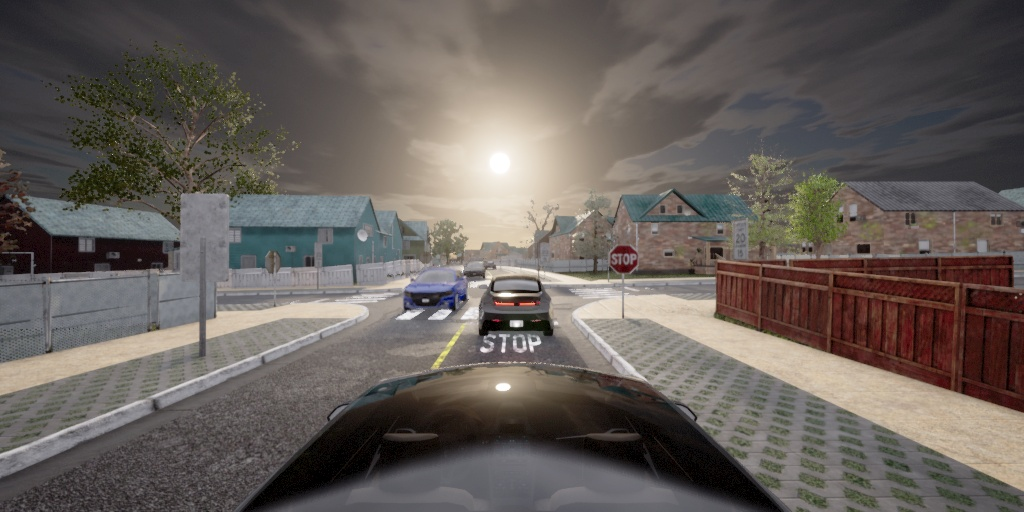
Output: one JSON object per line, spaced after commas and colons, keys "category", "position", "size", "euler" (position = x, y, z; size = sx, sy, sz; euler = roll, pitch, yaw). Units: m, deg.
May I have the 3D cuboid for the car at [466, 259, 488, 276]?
{"category": "car", "position": [-3.424, 1.314, 33.602], "size": [1.882, 1.535, 5.008], "euler": [0, 0, -4]}

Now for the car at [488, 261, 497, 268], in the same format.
{"category": "car", "position": [-3.842, 1.534, 62.024], "size": [1.812, 1.442, 4.674], "euler": [0, -1, -10]}

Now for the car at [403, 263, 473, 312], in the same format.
{"category": "car", "position": [-2.896, 1.221, 14.452], "size": [1.882, 1.535, 5.008], "euler": [-1, 0, 0]}

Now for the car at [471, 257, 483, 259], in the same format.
{"category": "car", "position": [-4.885, 1.145, 49.647], "size": [2.150, 2.045, 5.566], "euler": [0, -1, -7]}

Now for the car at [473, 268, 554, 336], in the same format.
{"category": "car", "position": [0.095, 1.254, 10.384], "size": [1.837, 1.490, 4.892], "euler": [0, 0, 0]}
